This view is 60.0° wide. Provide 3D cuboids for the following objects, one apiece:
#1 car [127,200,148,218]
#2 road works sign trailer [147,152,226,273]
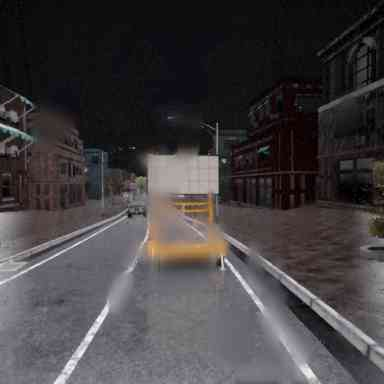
[{"bbox_3d":[-6.649,2.039,40.690,2.150,2.045,5.566,0,-1,-7],"label":"car"},{"bbox_3d":[-0.299,0.497,10.941,2.380,3.560,2.880,0,-1,-9],"label":"road works sign trailer"}]
